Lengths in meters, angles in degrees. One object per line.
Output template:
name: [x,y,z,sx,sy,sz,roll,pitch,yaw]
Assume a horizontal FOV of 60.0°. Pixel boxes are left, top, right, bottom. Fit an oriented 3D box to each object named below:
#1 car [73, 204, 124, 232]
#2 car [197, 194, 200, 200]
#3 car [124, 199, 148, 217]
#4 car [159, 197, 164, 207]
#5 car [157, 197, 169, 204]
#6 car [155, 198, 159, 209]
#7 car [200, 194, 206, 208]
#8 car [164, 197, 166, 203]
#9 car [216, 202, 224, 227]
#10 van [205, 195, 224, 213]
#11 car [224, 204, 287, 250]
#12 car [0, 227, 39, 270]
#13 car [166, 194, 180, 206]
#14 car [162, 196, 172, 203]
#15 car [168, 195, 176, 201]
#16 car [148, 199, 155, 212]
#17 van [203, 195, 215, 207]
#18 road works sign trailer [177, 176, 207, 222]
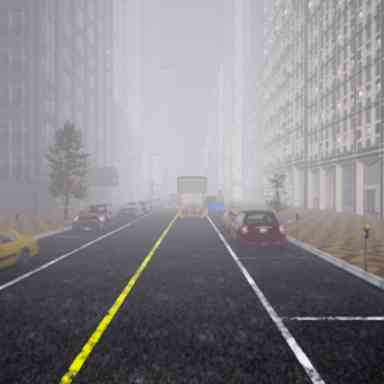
car: [-5.700,1.480,20.085,1.967,1.590,4.097,-1,0,0]
car: [2.678,1.700,76.921,2.008,1.369,4.403,-1,0,0]
car: [-5.700,1.612,31.451,2.008,1.369,4.403,-1,0,0]
car: [-5.702,1.646,48.502,2.008,1.369,4.403,-1,0,0]
car: [-5.702,1.679,65.553,2.008,1.369,4.403,-1,0,0]
car: [-5.700,1.628,42.819,1.887,1.381,4.507,-1,0,0]
car: [2.677,1.410,48.503,2.192,1.841,5.009,-1,0,0]
car: [-5.701,1.688,54.186,1.802,1.307,4.206,-1,0,0]
car: [2.681,1.565,20.255,1.752,1.417,4.829,-1,0,0]
van: [2.678,1.413,37.136,1.690,1.788,3.998,-1,0,0]
car: [2.681,1.468,14.402,1.967,1.590,4.097,-1,0,0]
car: [-5.698,1.542,8.547,1.752,1.417,4.829,-1,0,0]
car: [-3.056,1.334,57.809,2.150,2.045,5.566,0,0,1]
car: [-5.703,1.700,76.920,2.008,1.369,4.403,-1,0,0]
car: [-5.705,1.622,93.971,1.967,1.590,4.097,-1,0,0]
car: [-5.700,1.639,37.135,1.947,1.339,4.313,-1,0,0]
van: [2.677,1.447,54.187,1.690,1.788,3.998,-1,0,0]
road works sign trailer: [0.018,0.516,26.510,2.380,3.560,2.880,0,0,0]
